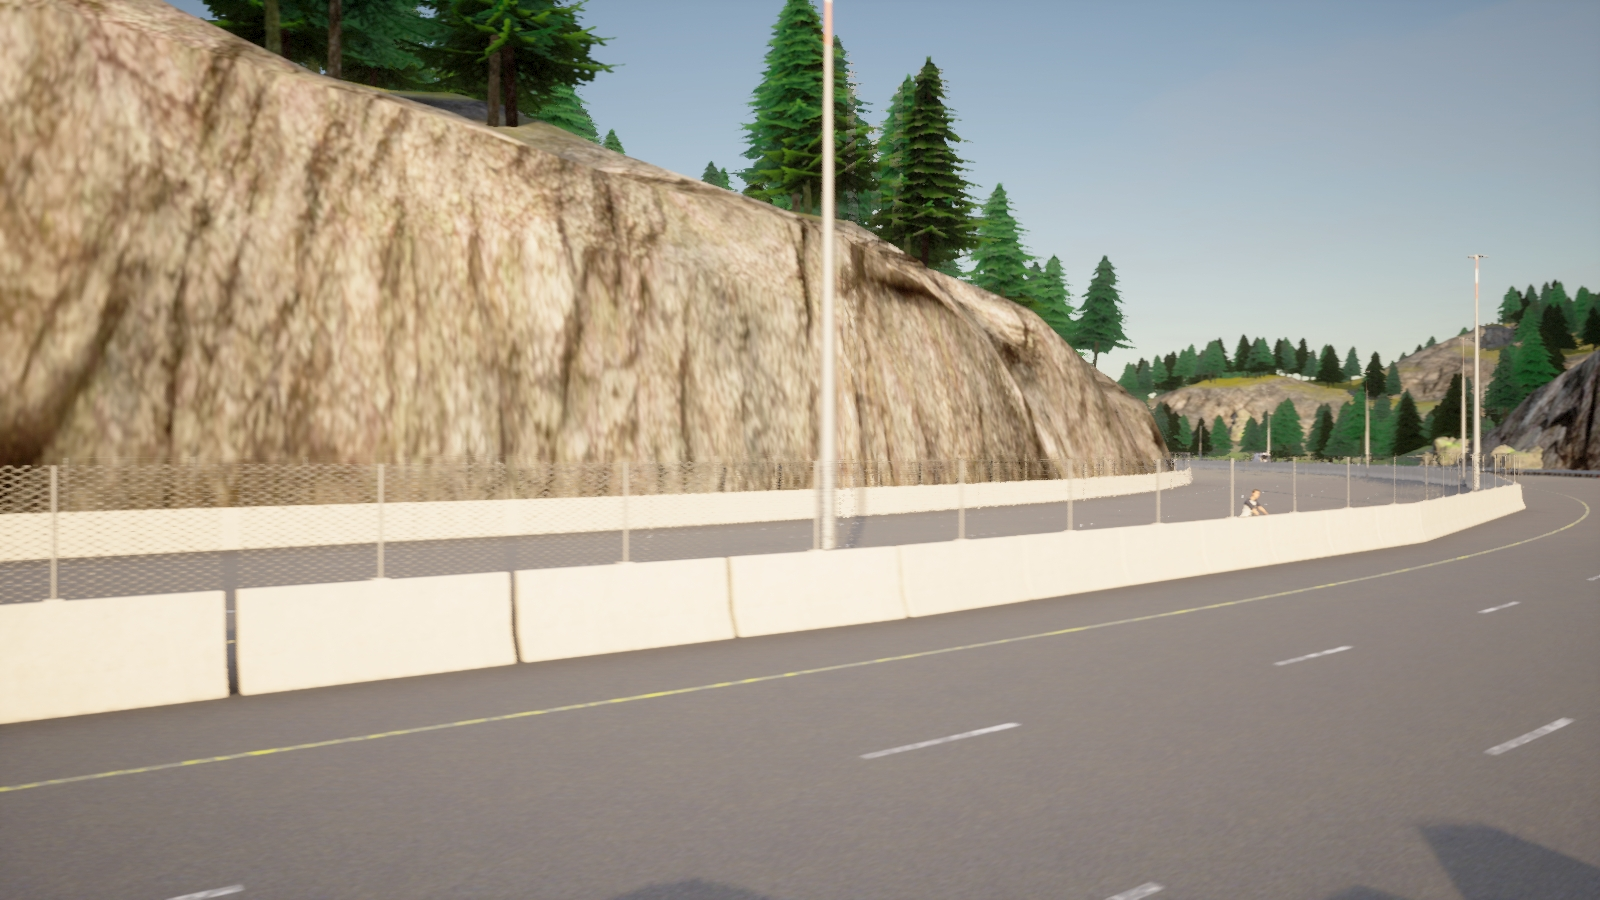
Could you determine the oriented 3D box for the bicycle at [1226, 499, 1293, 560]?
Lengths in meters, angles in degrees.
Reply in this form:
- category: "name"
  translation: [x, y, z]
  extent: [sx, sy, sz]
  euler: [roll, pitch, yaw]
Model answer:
- category: "bicycle"
  translation: [12.162, 2.079, 30.270]
  extent: [0.373, 1.514, 1.643]
  euler: [0, 0, -42]
